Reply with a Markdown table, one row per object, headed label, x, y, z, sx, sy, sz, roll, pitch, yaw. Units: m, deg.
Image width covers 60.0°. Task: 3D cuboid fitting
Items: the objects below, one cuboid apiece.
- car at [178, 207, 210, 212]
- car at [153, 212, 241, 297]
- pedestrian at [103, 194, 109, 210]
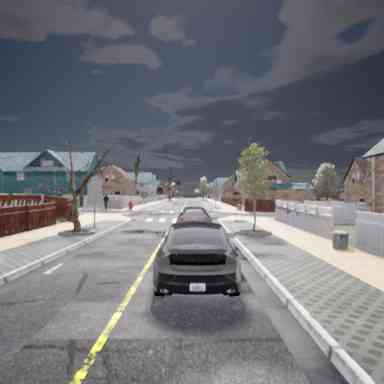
| label | x | y | z | sx | sy | sz | roll | pitch | yaw |
| --- | --- | --- | --- | --- | --- | --- | --- | --- | --- |
| car | 0.124 | 1.566 | 19.642 | 1.994 | 1.385 | 4.181 | 0 | 0 | 0 |
| car | 0.109 | 1.503 | 8.566 | 1.837 | 1.490 | 4.892 | 0 | 0 | 0 |
| pedestrian | -9.553 | 1.040 | 36.908 | 0.375 | 1.860 | 0.375 | 0 | -2 | 0 |
